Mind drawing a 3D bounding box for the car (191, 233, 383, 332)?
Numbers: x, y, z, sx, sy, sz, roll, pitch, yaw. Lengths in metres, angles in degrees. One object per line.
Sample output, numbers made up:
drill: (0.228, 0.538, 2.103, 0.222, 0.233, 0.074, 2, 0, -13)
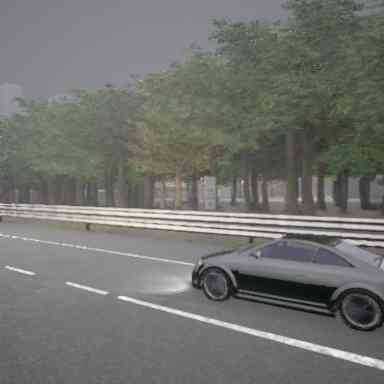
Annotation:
car: (2.054, 1.570, 6.871, 4.181, 1.385, 1.994, 0, 0, 34)
